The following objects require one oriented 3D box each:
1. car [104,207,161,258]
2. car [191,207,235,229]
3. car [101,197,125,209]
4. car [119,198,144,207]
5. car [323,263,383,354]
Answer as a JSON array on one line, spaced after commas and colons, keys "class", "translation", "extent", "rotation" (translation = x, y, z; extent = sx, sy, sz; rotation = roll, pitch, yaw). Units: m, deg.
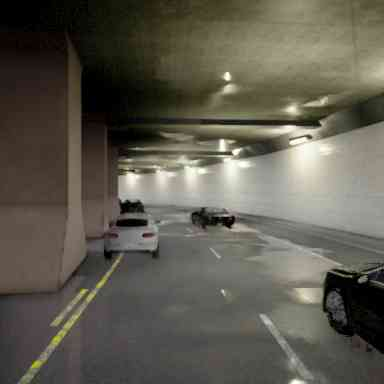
[{"class": "car", "translation": [-2.190, 1.525, 12.711], "extent": [1.812, 1.442, 4.674], "rotation": [0, 0, -6]}, {"class": "car", "translation": [1.186, 1.599, 21.558], "extent": [1.895, 1.301, 4.718], "rotation": [0, 0, -11]}, {"class": "car", "translation": [-10.871, 1.499, 45.499], "extent": [1.837, 1.490, 4.892], "rotation": [0, 0, -29]}, {"class": "car", "translation": [-6.367, 1.488, 35.255], "extent": [2.128, 1.511, 4.902], "rotation": [0, 0, -21]}, {"class": "car", "translation": [3.263, 1.491, 3.837], "extent": [2.128, 1.511, 4.902], "rotation": [0, 0, -3]}]
